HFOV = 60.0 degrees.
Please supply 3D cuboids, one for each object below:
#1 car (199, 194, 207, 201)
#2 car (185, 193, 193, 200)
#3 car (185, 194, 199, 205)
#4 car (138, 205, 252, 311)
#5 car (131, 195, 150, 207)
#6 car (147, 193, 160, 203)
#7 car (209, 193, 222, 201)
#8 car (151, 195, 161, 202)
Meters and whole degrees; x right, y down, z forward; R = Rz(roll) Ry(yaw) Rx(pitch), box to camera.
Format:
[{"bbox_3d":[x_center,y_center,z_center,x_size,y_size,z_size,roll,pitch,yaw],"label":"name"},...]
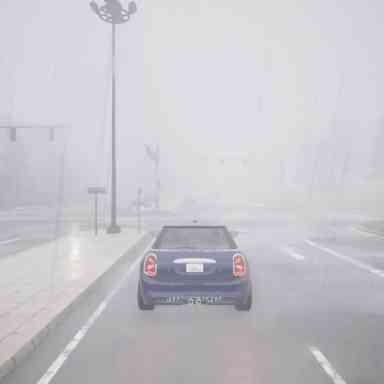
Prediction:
[{"bbox_3d":[2.775,1.513,85.331,1.812,1.442,4.674,0,0,-1],"label":"car"},{"bbox_3d":[-0.899,1.189,95.625,2.150,2.045,5.566,0,0,-1],"label":"car"},{"bbox_3d":[-0.210,1.526,54.766,1.812,1.442,4.674,0,0,-1],"label":"car"},{"bbox_3d":[0.063,1.352,7.946,2.097,1.767,4.553,0,0,0],"label":"car"},{"bbox_3d":[-8.270,1.564,52.333,1.994,1.385,4.181,0,0,-1],"label":"car"},{"bbox_3d":[-8.451,1.222,68.926,2.150,2.045,5.566,0,0,-1],"label":"car"},{"bbox_3d":[6.280,1.215,85.063,2.150,2.045,5.566,0,0,-1],"label":"car"},{"bbox_3d":[-8.631,1.500,79.636,1.837,1.490,4.892,0,0,-1],"label":"car"}]
